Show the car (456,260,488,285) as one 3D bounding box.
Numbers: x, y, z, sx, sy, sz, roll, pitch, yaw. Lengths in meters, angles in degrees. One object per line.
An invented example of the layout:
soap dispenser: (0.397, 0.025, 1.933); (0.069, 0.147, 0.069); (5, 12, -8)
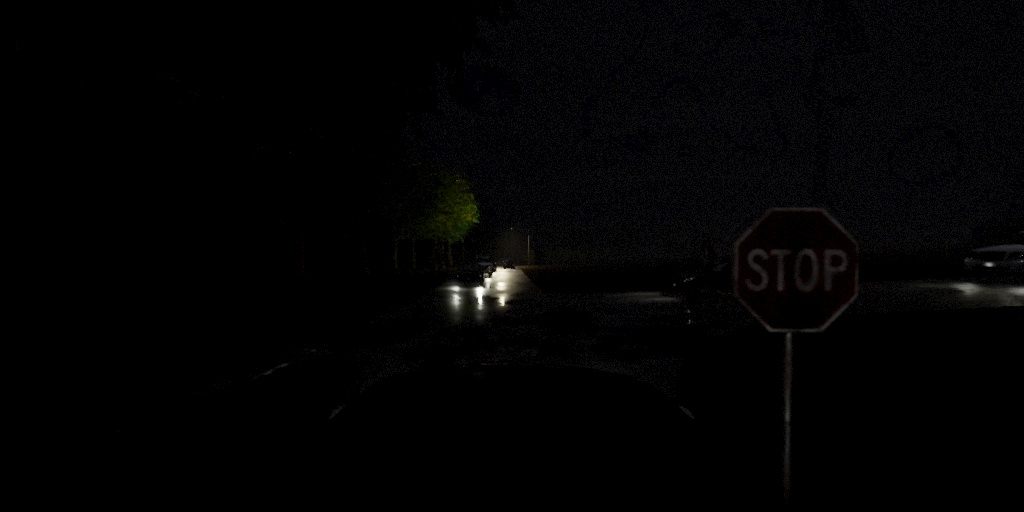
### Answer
car: (-3.013, 1.286, 26.765); (1.882, 1.535, 5.008); (0, 0, -2)

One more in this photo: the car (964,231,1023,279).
car: (21.666, -0.121, 14.225); (5.566, 2.045, 2.150); (-2, 1, 0)

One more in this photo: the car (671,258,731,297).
car: (8.939, 0.783, 14.483); (4.674, 1.442, 1.812); (-3, 1, 3)

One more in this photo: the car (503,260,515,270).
car: (-0.465, 1.467, 58.166); (2.033, 1.411, 5.357); (0, 0, 0)

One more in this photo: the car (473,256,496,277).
car: (-3.122, 1.064, 37.393); (2.150, 2.045, 5.566); (0, 0, -1)
